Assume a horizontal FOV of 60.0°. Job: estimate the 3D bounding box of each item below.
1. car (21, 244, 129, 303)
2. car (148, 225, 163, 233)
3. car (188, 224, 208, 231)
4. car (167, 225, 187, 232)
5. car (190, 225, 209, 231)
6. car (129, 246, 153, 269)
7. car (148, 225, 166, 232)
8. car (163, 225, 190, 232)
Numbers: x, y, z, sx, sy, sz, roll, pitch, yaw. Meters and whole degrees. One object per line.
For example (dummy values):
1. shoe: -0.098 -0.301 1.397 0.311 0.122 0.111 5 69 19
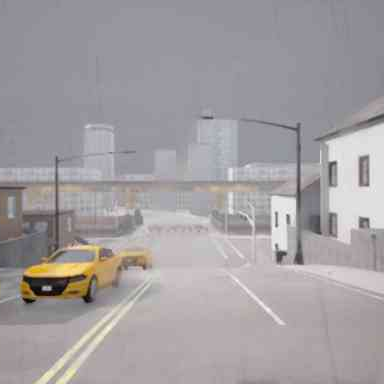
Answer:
1. car: -3.628 2.507 10.897 1.882 1.535 5.008 -1 -8 1
2. car: -8.362 8.909 80.396 4.974 1.542 2.038 0 1 43
3. car: 1.557 8.666 81.318 4.536 1.218 1.853 0 1 28
4. car: -3.714 8.714 80.483 4.536 1.218 1.853 -1 1 -37
5. car: 1.604 8.823 81.295 4.974 1.542 2.038 0 1 28
6. car: -3.725 4.329 22.101 1.882 1.535 5.008 -1 -13 -1
7. car: -8.401 8.751 80.430 4.536 1.218 1.853 0 1 43
8. car: -3.754 8.872 80.452 4.974 1.542 2.038 -1 1 -37
